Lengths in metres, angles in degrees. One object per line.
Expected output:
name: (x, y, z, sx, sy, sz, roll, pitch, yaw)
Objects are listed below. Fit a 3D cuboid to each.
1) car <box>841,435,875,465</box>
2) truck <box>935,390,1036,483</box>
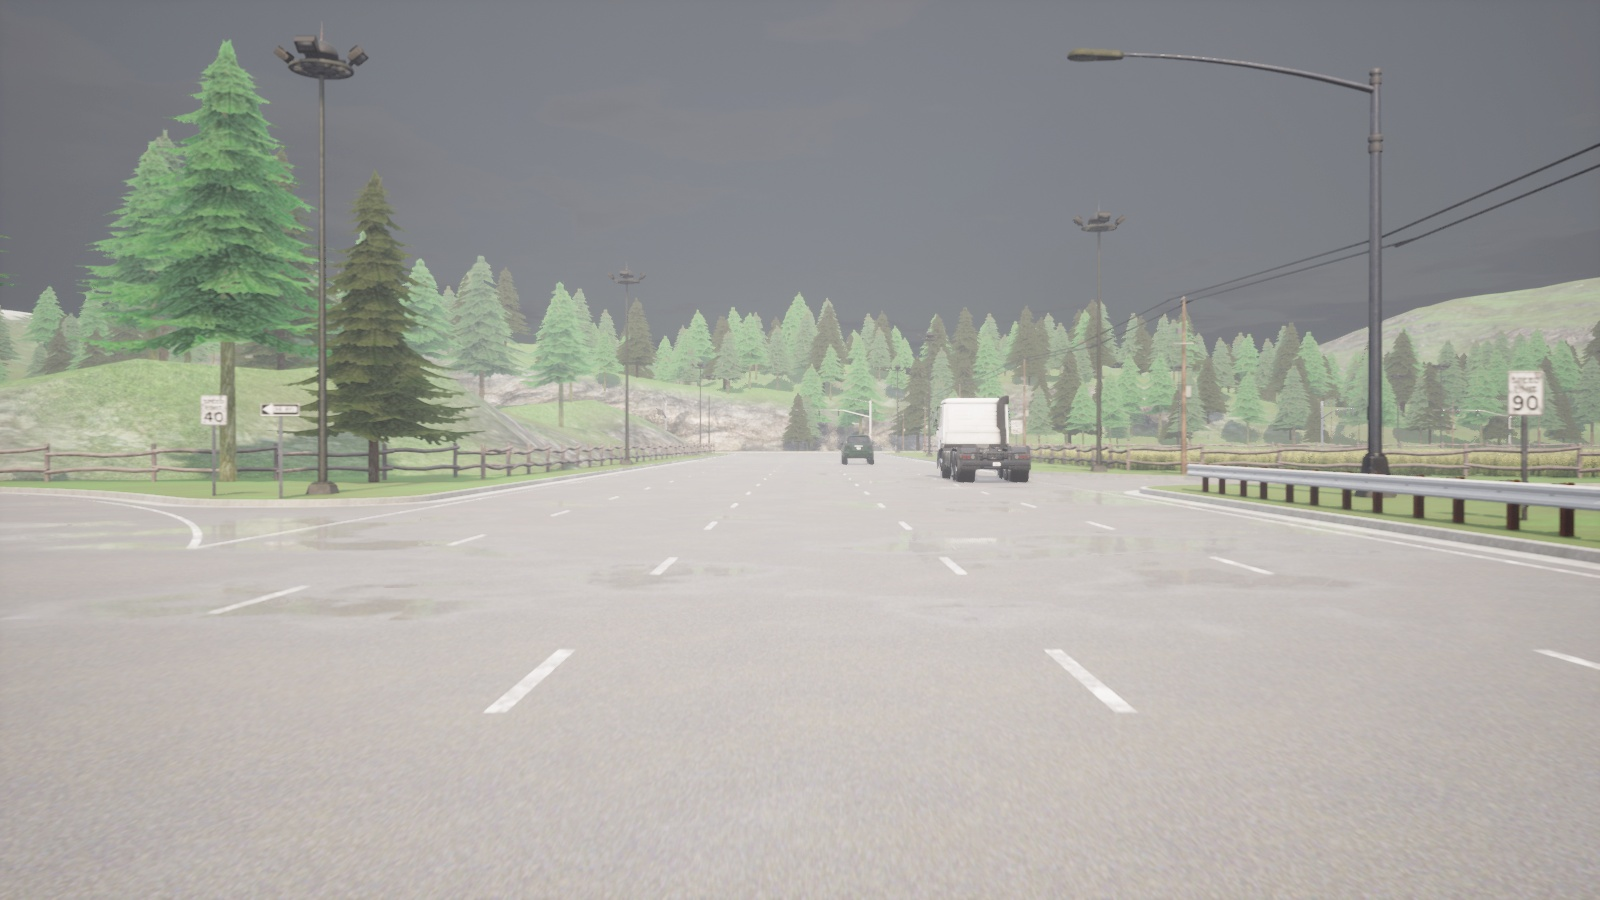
car: (4.013, -0.029, 88.233, 2.150, 2.045, 5.566, 0, 0, 0)
truck: (7.301, -0.514, 50.475, 2.891, 3.462, 7.936, 0, 0, 0)
